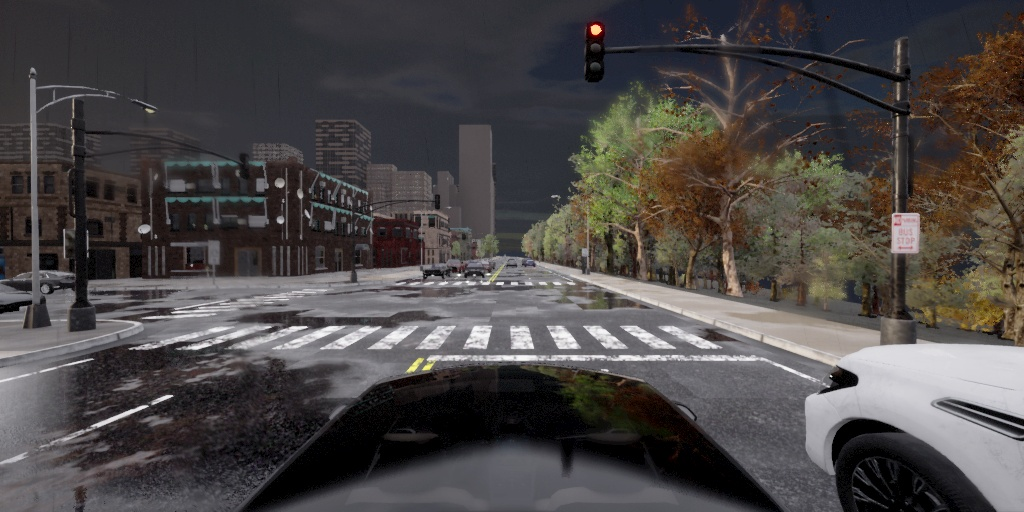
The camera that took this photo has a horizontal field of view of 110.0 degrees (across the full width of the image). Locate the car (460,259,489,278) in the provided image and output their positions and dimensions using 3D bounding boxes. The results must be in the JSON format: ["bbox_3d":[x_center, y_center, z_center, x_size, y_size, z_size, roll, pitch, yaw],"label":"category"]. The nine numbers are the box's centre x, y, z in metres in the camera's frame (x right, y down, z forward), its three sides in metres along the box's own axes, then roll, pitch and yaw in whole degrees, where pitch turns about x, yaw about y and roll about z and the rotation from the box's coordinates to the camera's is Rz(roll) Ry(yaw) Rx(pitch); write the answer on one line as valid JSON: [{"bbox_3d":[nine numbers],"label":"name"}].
[{"bbox_3d":[-3.446,1.287,33.865,2.033,1.411,5.357,0,0,-4],"label":"car"}]

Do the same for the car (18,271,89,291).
[{"bbox_3d":[-28.326,1.560,21.616,4.403,1.370,2.007,0,0,0],"label":"car"}]

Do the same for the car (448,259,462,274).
[{"bbox_3d":[-6.681,1.089,41.560,2.097,1.767,4.553,0,0,0],"label":"car"}]

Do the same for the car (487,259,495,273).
[{"bbox_3d":[-3.434,1.261,43.328,1.812,1.442,4.674,0,0,0],"label":"car"}]

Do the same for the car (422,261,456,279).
[{"bbox_3d":[-6.678,1.341,32.475,1.895,1.301,4.718,0,0,0],"label":"car"}]

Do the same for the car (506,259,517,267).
[{"bbox_3d":[-0.054,1.290,64.107,1.994,1.385,4.181,0,0,0],"label":"car"}]

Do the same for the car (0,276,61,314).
[{"bbox_3d":[-19.973,1.565,13.123,4.313,1.339,1.948,0,0,0],"label":"car"}]

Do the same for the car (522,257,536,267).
[{"bbox_3d":[3.204,1.252,64.077,1.812,1.442,4.674,0,0,0],"label":"car"}]

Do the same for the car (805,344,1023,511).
[{"bbox_3d":[3.356,0.972,0.374,2.150,2.045,5.566,0,0,0],"label":"car"}]
